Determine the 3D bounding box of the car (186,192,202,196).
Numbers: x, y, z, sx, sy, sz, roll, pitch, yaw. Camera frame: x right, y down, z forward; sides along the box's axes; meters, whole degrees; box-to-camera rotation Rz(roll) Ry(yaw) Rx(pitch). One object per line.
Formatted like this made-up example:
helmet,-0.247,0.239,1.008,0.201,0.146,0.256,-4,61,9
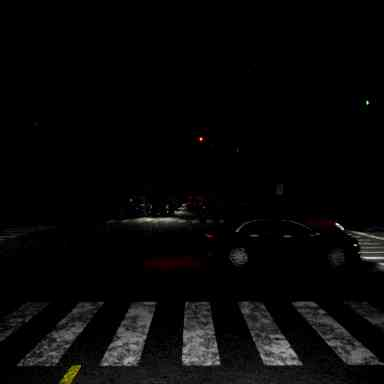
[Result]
car,0.437,1.225,66.255,2.150,2.045,5.566,0,0,1

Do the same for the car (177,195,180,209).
car,-2.840,1.481,42.009,1.882,1.535,5.008,0,0,1

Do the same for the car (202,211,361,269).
car,2.763,1.512,10.646,4.892,1.490,1.837,0,0,0

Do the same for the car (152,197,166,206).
car,-5.512,1.569,56.045,1.947,1.339,4.313,0,0,0

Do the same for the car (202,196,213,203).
car,3.085,1.552,67.336,2.008,1.369,4.403,0,0,0

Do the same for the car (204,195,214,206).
car,2.942,1.444,44.659,1.967,1.590,4.097,0,0,0

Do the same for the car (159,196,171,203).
car,-5.441,1.567,67.382,1.947,1.339,4.313,0,0,0

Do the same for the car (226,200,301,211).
car,3.942,1.360,13.898,4.553,1.767,2.097,0,0,0

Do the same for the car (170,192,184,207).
car,-2.772,1.225,52.136,2.150,2.045,5.566,0,0,1

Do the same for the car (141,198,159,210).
car,-5.583,1.569,44.709,1.947,1.339,4.313,0,0,0

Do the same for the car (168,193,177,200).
car,-5.299,1.307,90.055,2.192,1.841,5.009,0,0,0

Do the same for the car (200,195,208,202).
car,2.843,1.454,79.507,1.801,1.575,5.366,0,0,0

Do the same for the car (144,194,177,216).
car,-2.944,1.354,32.071,2.097,1.767,4.553,0,0,2

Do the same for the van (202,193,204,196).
van,3.013,1.344,55.998,1.690,1.788,3.998,0,0,0

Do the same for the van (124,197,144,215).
van,-5.654,1.343,33.372,1.690,1.788,3.998,0,0,0

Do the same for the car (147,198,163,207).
car,-5.548,1.585,50.377,1.802,1.307,4.206,0,0,0

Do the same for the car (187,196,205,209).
car,0.372,1.567,44.543,1.994,1.385,4.181,0,0,0

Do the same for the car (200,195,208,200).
car,3.226,1.558,90.013,1.947,1.339,4.313,0,0,0

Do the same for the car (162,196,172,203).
car,-5.406,1.544,73.049,1.887,1.381,4.507,0,0,0

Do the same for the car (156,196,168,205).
car,-5.478,1.528,61.543,1.752,1.417,4.829,0,0,0

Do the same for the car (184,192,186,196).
car,-2.666,1.354,62.362,2.097,1.767,4.553,0,0,1

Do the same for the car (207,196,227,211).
car,2.871,1.442,33.321,1.967,1.590,4.097,0,0,0

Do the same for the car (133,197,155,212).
car,-5.619,1.443,39.041,1.967,1.590,4.097,0,0,0
